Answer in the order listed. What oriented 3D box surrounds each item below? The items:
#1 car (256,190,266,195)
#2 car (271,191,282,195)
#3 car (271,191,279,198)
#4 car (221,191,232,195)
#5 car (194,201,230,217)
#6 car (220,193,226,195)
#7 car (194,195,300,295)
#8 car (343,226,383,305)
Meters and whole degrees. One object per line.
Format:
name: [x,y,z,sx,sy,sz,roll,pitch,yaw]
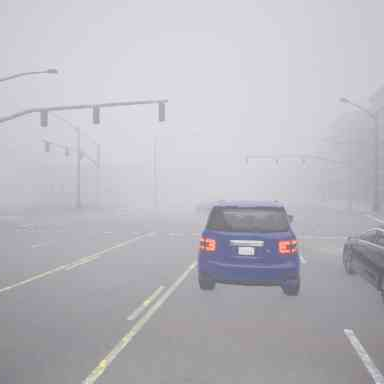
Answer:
car: [15.636,0.904,75.482,1.994,1.385,4.181,0,1,11]
car: [19.059,0.707,74.747,2.097,1.767,4.553,0,1,11]
car: [21.057,0.609,84.593,1.837,1.490,4.892,0,1,11]
car: [6.985,0.740,68.095,2.150,2.045,5.566,0,1,12]
car: [1.774,1.562,31.737,1.895,1.301,4.718,0,0,-18]
car: [3.540,1.351,51.576,2.033,1.411,5.357,0,1,12]
car: [1.562,1.221,9.002,2.150,2.045,5.566,0,0,11]
car: [4.822,1.492,7.464,2.128,1.511,4.902,0,0,11]
